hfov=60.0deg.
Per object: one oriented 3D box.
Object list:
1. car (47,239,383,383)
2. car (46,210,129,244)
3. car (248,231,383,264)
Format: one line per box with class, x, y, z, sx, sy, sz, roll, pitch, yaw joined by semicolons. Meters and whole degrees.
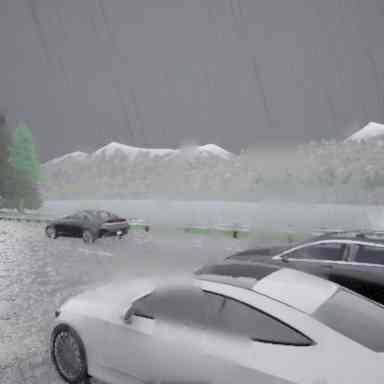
car;0.300;1.545;3.759;4.674;1.442;1.812;0;0;36
car;-5.240;1.638;16.336;4.902;1.511;2.128;-1;0;36
car;2.791;1.505;6.284;4.902;1.511;2.128;-1;0;36
